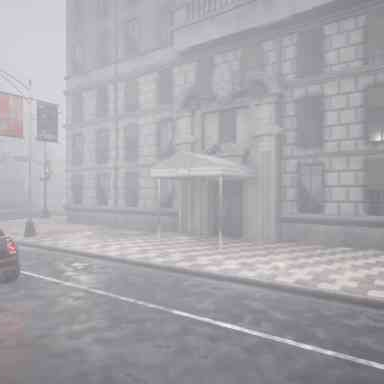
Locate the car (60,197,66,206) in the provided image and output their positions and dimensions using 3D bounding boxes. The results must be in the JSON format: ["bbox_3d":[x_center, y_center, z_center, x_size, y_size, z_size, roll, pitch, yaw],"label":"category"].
[{"bbox_3d":[-16.731,1.478,50.082,1.882,1.535,5.008,0,0,36],"label":"car"}]

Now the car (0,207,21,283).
[{"bbox_3d":[-6.408,1.352,8.449,4.553,1.767,2.097,0,0,35],"label":"car"}]

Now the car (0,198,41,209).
[{"bbox_3d":[-21.838,1.564,42.930,1.994,1.385,4.181,0,0,35],"label":"car"}]

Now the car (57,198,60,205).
[{"bbox_3d":[-18.728,1.221,53.303,2.150,2.045,5.566,0,0,36],"label":"car"}]
